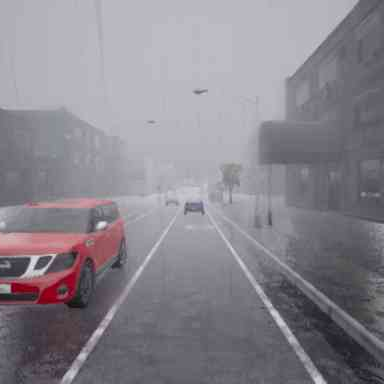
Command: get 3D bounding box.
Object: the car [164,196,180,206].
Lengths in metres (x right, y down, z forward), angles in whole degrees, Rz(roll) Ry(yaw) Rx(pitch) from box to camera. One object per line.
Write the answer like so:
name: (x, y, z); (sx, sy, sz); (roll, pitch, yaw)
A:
car: (-2.923, 1.256, 49.263); (1.812, 1.442, 4.674); (-1, -1, 0)

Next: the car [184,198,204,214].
car: (0.204, 1.344, 33.229); (1.882, 1.535, 5.008); (0, 0, 0)

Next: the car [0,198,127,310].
car: (-3.079, 1.210, 8.159); (2.150, 2.045, 5.566); (0, 0, 0)
